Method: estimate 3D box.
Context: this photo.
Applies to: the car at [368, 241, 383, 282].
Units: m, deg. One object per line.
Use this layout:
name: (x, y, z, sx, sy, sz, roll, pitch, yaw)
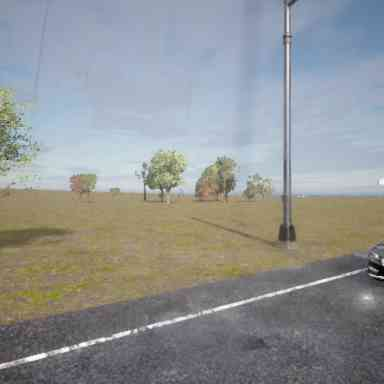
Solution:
car: (6.440, 1.491, 8.609, 4.902, 1.511, 2.128, 0, 0, -36)
